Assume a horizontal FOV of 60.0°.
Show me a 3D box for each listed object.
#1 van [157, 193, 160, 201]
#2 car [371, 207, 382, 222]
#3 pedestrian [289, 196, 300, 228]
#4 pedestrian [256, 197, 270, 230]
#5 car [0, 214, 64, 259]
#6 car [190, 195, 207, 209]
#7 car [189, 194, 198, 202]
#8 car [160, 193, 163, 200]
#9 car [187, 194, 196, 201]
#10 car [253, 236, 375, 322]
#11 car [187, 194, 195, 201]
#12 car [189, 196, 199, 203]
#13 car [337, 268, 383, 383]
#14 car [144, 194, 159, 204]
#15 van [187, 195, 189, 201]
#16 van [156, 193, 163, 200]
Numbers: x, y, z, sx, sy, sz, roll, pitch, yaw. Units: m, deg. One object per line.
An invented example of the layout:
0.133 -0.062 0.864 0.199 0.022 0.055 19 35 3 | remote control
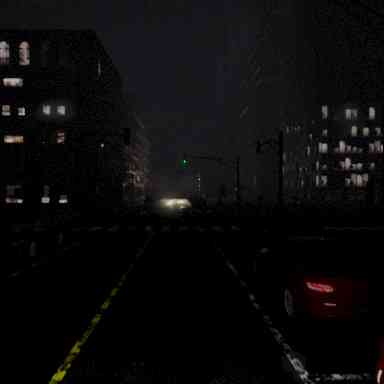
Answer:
-8.013 1.262 67.285 1.690 1.788 3.998 -1 0 -2 | van
15.873 1.685 25.220 4.403 1.369 2.008 0 1 -1 | car
5.883 1.133 18.929 0.375 1.860 0.375 -1 1 -2 | pedestrian
3.877 1.123 18.260 0.375 1.860 0.375 -1 1 -2 | pedestrian
-6.111 1.543 12.247 2.008 1.369 4.403 -1 0 -2 | car
1.110 1.504 45.036 1.887 1.381 4.507 -1 0 -2 | car
0.914 1.390 50.678 1.967 1.590 4.097 -1 0 -2 | car
-8.399 1.441 78.570 1.887 1.381 4.507 -1 0 -2 | car
-0.059 1.337 78.890 1.967 1.590 4.097 -1 0 -2 | car
2.456 1.578 6.996 1.802 1.307 4.206 -1 0 -2 | car
-0.248 1.324 84.533 1.967 1.590 4.097 -1 0 -2 | car
0.331 1.465 67.606 1.887 1.381 4.507 -1 0 -2 | car
2.648 1.544 1.418 1.887 1.381 4.507 -1 0 -2 | car
-7.815 1.497 61.643 1.947 1.339 4.313 -1 0 -2 | car
0.523 1.272 61.963 1.690 1.788 3.998 -1 0 -2 | van
-8.791 1.210 89.857 1.690 1.788 3.998 -1 0 -2 | van
